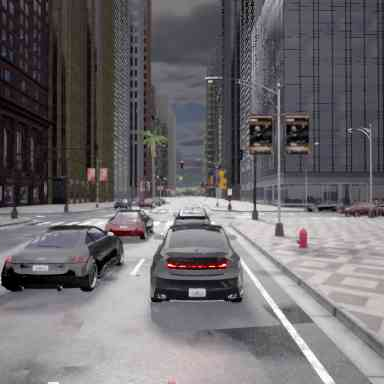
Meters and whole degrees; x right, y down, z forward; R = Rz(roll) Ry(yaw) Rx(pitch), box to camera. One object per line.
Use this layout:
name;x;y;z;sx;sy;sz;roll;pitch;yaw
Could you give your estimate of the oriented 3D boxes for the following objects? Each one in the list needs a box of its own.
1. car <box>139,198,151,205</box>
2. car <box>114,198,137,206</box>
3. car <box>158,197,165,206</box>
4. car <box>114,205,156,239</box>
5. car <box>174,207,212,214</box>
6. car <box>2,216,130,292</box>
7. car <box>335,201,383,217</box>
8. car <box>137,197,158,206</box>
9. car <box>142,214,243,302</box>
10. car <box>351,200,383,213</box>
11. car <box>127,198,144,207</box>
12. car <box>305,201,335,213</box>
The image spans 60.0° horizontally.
car;-9.836;1.931;70.100;1.994;1.385;4.181;0;0;0
car;-9.908;1.766;48.340;2.033;1.411;5.357;0;0;0
car;-6.642;1.653;60.106;2.097;1.767;4.553;0;0;0
car;-3.170;1.601;17.409;1.994;1.385;4.181;0;0;0
car;0.029;1.530;17.556;2.128;1.511;4.902;0;0;0
car;-3.166;1.576;9.010;1.994;1.385;4.181;0;0;1
car;15.281;1.576;29.274;4.206;1.307;1.802;0;0;-1
car;-6.656;1.707;50.068;1.882;1.535;5.008;0;0;0
car;0.091;1.515;8.234;1.837;1.490;4.892;0;0;0
car;20.779;1.642;37.892;4.313;1.339;1.947;0;0;-1
car;-9.902;1.778;58.174;2.128;1.511;4.902;0;0;0
car;15.140;1.661;37.797;4.313;1.339;1.947;0;0;-1
